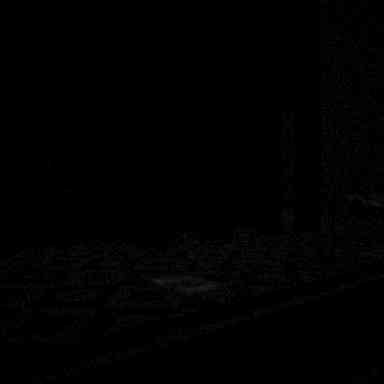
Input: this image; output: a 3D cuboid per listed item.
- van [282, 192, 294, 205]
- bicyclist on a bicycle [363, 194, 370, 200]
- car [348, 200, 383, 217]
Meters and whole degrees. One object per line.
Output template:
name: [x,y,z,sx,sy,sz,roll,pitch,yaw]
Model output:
van: [12.282,0.930,46.588,1.690,1.788,3.998,1,0,-36]
bicyclist on a bicycle: [20.870,1.030,39.644,1.656,1.620,0.582,0,1,-36]
car: [14.846,1.366,28.314,2.008,1.369,4.403,1,0,-36]
